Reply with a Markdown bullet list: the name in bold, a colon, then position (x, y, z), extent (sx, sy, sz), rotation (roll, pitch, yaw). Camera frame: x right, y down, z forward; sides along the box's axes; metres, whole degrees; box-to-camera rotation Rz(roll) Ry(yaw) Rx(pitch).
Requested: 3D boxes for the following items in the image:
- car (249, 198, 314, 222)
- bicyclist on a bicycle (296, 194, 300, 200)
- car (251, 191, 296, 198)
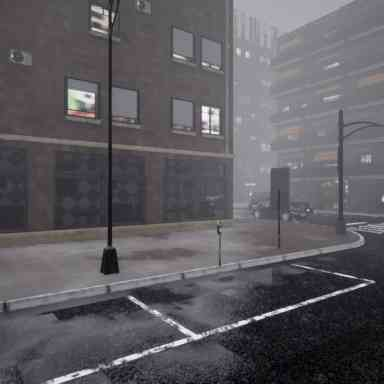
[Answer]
- **car**: position (6.227, 1.342, 24.159), extent (2.008, 1.369, 4.403), rotation (1, 0, -36)
- **bicyclist on a bicycle**: position (11.485, 1.011, 36.175), extent (1.656, 1.620, 0.582), rotation (0, 1, -36)
- **car**: position (7.135, 0.988, 27.301), extent (2.150, 2.045, 5.566), rotation (0, 1, -36)
